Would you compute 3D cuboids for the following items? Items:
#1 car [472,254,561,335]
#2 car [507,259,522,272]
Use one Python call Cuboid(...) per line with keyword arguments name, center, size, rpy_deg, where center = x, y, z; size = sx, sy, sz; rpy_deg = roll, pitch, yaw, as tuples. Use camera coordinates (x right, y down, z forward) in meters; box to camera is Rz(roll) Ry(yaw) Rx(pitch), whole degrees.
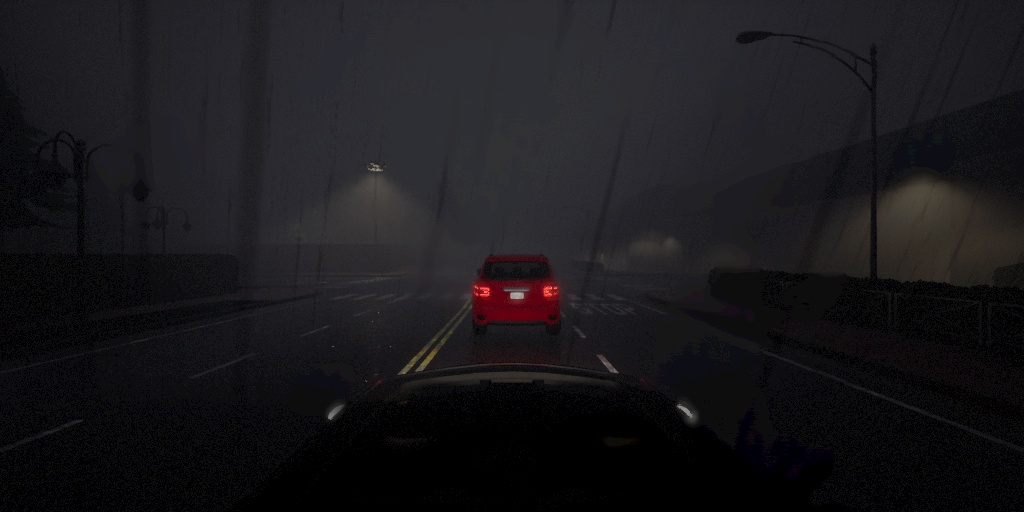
Cuboid(name="car", center=(0.118, 0.971, 10.613), size=(2.150, 2.045, 5.566), rpy_deg=(0, 0, 0))
Cuboid(name="car", center=(0.353, 1.228, 46.384), size=(1.882, 1.535, 5.008), rpy_deg=(0, 0, 1))
